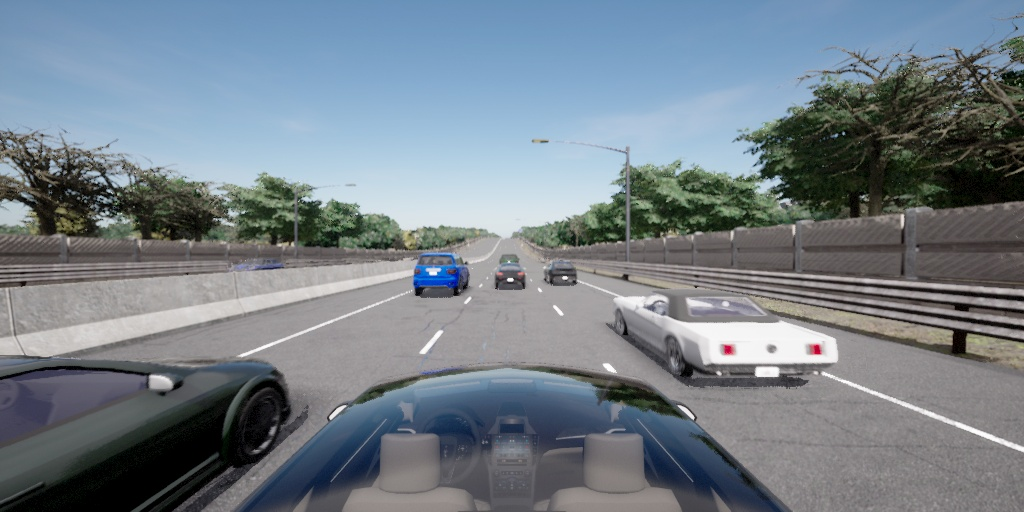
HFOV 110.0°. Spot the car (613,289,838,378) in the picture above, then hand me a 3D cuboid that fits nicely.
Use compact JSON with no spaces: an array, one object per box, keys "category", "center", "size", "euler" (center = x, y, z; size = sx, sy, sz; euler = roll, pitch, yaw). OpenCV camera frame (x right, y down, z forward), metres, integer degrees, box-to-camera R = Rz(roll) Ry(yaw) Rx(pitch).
[{"category":"car","center":[3.544,1.311,7.225],"size":[1.895,1.301,4.718],"euler":[0,0,-1]}]

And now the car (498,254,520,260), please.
[{"category":"car","center":[-0.315,0.782,39.349],"size":[2.150,2.045,5.566],"euler":[0,-1,-1]}]

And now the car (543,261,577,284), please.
[{"category":"car","center":[3.343,1.121,25.203],"size":[1.837,1.490,4.892],"euler":[0,0,-1]}]

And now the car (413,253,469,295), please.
[{"category":"car","center":[-3.588,0.866,18.892],"size":[2.150,2.045,5.566],"euler":[0,0,-1]}]

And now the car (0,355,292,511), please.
[{"category":"car","center":[-3.401,1.310,2.225],"size":[1.994,1.385,4.181],"euler":[0,0,-1]}]

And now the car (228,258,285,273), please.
[{"category":"car","center":[-21.314,0.962,30.094],"size":[2.097,1.767,4.553],"euler":[0,0,-1]}]

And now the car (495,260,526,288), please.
[{"category":"car","center":[-0.113,1.154,22.348],"size":[1.812,1.442,4.674],"euler":[0,0,0]}]
